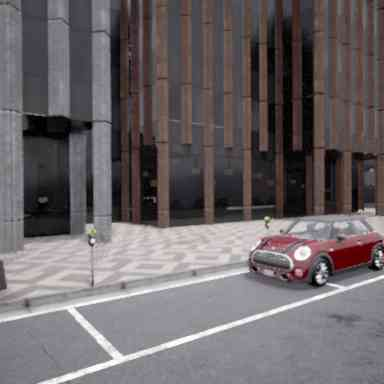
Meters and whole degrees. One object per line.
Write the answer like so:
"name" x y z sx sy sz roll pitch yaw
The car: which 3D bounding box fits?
"car" 3.456 1.396 9.105 4.097 1.590 1.967 0 0 -35
